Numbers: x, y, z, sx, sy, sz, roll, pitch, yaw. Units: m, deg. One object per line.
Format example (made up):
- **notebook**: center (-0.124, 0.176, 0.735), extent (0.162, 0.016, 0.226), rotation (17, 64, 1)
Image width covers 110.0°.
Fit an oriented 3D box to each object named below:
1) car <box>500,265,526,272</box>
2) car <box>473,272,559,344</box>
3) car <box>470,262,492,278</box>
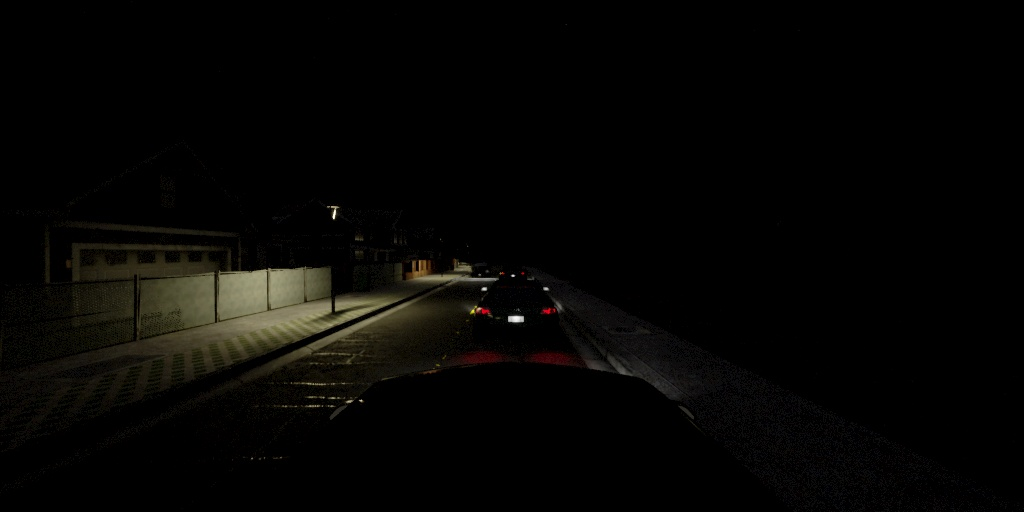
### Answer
- **car**: center (0.068, 1.310, 26.288), extent (1.994, 1.385, 4.181), rotation (0, 0, 0)
- **car**: center (0.088, 1.313, 9.644), extent (1.994, 1.385, 4.181), rotation (0, 0, 0)
- **car**: center (-2.893, 1.291, 34.680), extent (2.033, 1.411, 5.357), rotation (0, 0, 0)
